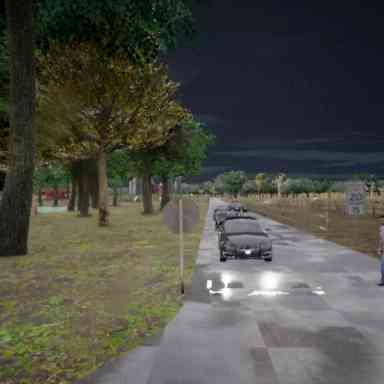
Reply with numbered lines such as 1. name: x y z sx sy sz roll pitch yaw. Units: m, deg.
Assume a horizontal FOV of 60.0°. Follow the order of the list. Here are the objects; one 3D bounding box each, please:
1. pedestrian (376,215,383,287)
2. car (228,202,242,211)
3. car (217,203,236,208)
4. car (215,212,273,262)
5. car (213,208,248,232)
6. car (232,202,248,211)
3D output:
1. pedestrian: 4.910 1.429 8.359 0.375 1.860 0.375 -2 0 3
2. car: 7.473 2.450 58.051 1.994 1.385 4.181 -1 -1 3
3. car: 3.189 2.162 34.245 1.994 1.385 4.181 -1 -1 4
4. car: 1.988 1.783 13.421 1.837 1.490 4.892 -1 -1 3
5. car: 2.547 2.033 23.243 1.895 1.301 4.718 -1 -1 3
6. car: 6.900 2.342 47.899 1.895 1.301 4.718 -1 -1 3
